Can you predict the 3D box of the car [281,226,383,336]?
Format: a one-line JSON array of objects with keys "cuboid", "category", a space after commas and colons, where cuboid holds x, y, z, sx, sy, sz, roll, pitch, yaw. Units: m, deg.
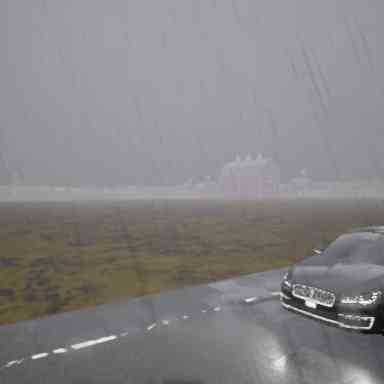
[{"cuboid": [3.827, 1.490, 6.600, 4.892, 1.490, 1.837, 0, 0, -35], "category": "car"}]
